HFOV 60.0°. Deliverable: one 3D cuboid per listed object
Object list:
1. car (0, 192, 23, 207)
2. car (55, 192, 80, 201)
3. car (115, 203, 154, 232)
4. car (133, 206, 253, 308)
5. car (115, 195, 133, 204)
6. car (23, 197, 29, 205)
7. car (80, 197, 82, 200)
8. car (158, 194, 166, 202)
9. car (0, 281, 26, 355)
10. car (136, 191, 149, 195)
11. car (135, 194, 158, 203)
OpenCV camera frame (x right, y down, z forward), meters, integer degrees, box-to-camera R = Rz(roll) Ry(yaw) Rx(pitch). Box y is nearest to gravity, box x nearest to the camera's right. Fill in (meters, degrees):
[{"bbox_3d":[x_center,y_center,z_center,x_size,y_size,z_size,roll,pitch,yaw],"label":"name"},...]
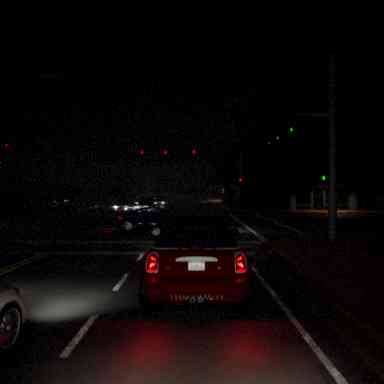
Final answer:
[{"bbox_3d":[-24.873,0.948,42.858,4.605,1.855,1.932,0,0,0],"label":"car"},{"bbox_3d":[-24.790,0.843,65.375,3.866,1.878,1.905,0,0,0],"label":"car"},{"bbox_3d":[-2.086,1.513,18.818,4.181,1.385,1.994,0,0,-2],"label":"car"},{"bbox_3d":[0.081,1.313,7.978,2.097,1.767,4.553,0,0,0],"label":"car"},{"bbox_3d":[-10.428,1.232,51.374,1.882,1.535,5.008,0,0,2],"label":"car"},{"bbox_3d":[-24.810,0.937,45.752,3.866,1.878,1.905,0,0,0],"label":"car"},{"bbox_3d":[-24.771,1.069,68.271,3.806,1.475,1.970,0,0,0],"label":"car"},{"bbox_3d":[-6.434,1.184,66.821,1.837,1.490,4.892,0,0,2],"label":"car"},{"bbox_3d":[-3.433,1.510,3.076,1.812,1.442,4.674,0,0,1],"label":"car"},{"bbox_3d":[-9.909,0.897,67.227,2.150,2.045,5.566,0,1,2],"label":"car"},{"bbox_3d":[-6.943,1.357,50.932,1.895,1.301,4.718,0,0,2],"label":"car"}]
